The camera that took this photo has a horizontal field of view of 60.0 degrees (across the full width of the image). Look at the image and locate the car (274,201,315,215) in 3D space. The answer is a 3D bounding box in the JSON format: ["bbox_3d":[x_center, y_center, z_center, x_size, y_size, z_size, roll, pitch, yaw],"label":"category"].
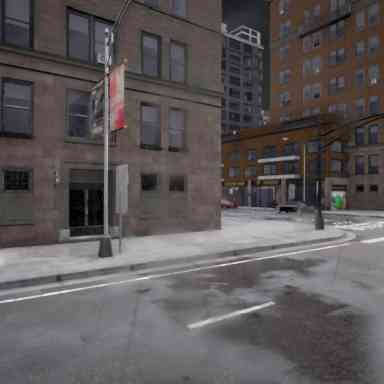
[{"bbox_3d":[10.520,1.580,34.251,1.947,1.339,4.313,0,0,-35],"label":"car"}]

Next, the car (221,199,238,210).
[{"bbox_3d":[4.164,1.594,43.257,1.802,1.307,4.206,0,0,-35],"label":"car"}]
